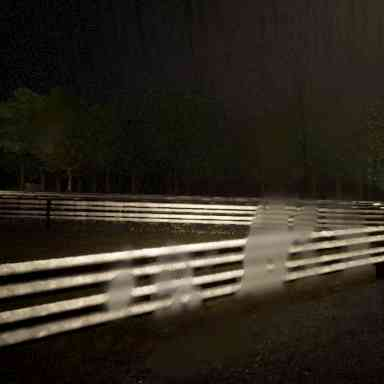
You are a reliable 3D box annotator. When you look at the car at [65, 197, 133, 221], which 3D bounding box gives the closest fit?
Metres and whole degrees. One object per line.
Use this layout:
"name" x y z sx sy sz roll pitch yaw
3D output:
"car" -5.828 1.029 21.003 4.181 1.385 1.994 2 0 2
